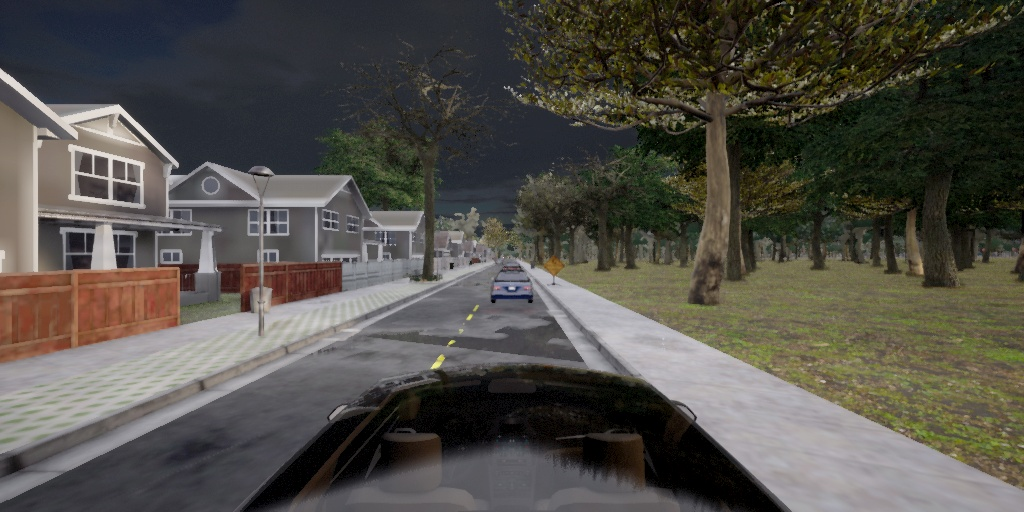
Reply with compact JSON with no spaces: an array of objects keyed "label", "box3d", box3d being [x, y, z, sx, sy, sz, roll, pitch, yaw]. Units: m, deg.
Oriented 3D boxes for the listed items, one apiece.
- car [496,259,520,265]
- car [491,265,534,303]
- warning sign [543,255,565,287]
[{"label":"car","box3d":[0.000,1.251,31.501,2.128,1.511,4.902,0,0,0]},{"label":"car","box3d":[0.000,1.314,16.501,2.033,1.411,5.357,0,0,0]},{"label":"warning sign","box3d":[2.518,0.866,21.580,1.300,1.860,1.060,0,0,0]}]
